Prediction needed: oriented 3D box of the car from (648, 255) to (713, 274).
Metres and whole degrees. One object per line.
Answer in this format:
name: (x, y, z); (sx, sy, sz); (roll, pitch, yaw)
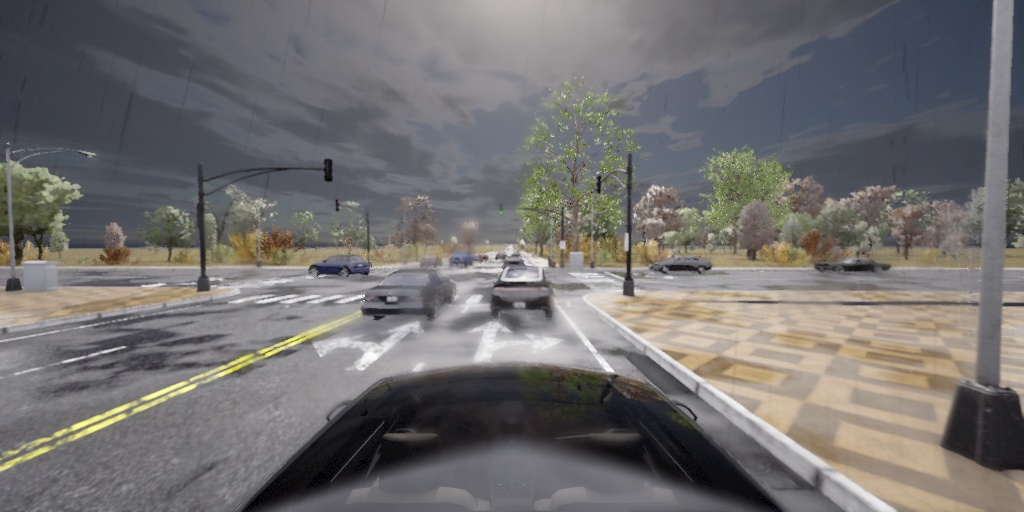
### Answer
car: (13.861, 0.691, 29.650); (4.902, 1.511, 2.128); (0, 2, 3)

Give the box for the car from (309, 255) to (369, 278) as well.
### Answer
car: (-13.334, 0.678, 27.618); (4.553, 1.767, 2.097); (1, 2, 22)

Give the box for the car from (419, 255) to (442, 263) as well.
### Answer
car: (-9.624, 0.593, 43.093); (1.812, 1.442, 4.674); (0, 1, 2)

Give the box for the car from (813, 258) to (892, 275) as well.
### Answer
car: (27.356, 0.793, 28.967); (4.718, 1.301, 1.895); (0, 2, 3)

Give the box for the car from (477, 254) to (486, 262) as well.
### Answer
car: (-5.984, 0.355, 59.261); (1.994, 1.385, 4.181); (0, 1, 2)

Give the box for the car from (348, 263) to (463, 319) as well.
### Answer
car: (-3.115, 1.132, 11.879); (2.033, 1.411, 5.357); (0, 1, 0)

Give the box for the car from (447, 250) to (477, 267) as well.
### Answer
car: (-6.296, 0.255, 45.112); (2.150, 2.045, 5.566); (0, 1, 4)

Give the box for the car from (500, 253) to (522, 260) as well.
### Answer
car: (0.139, 0.734, 31.737); (1.837, 1.490, 4.892); (0, 1, 1)

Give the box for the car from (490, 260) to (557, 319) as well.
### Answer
car: (0.441, 1.073, 12.018); (2.128, 1.511, 4.902); (0, 1, 5)
